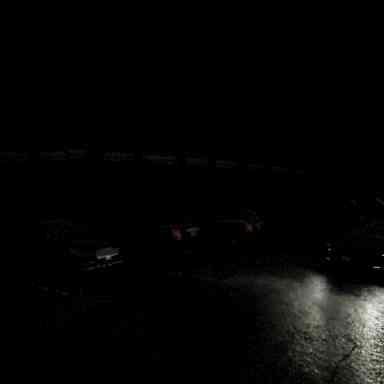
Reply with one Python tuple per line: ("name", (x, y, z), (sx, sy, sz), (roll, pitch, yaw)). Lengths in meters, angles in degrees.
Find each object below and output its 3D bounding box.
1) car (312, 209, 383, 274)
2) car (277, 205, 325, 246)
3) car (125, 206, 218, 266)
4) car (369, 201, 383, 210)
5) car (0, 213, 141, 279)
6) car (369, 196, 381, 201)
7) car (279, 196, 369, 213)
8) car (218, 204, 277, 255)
("car", (6.068, 1.478, 10.161), (5.008, 1.535, 1.882), (0, 0, -35))
("car", (3.230, 1.516, 15.278), (4.792, 1.488, 2.163), (-1, -1, 35))
("car", (-1.695, 1.361, 11.760), (4.553, 1.767, 2.185), (-1, 0, 35))
("car", (8.282, 1.481, 18.704), (5.366, 1.575, 1.946), (-1, -1, 34))
("car", (-4.180, 1.488, 10.042), (4.892, 1.521, 2.231), (-1, -1, 34))
("car", (10.610, 1.234, 20.542), (5.566, 2.045, 2.435), (-1, -1, 35))
("car", (5.639, 1.235, 17.070), (5.566, 2.045, 2.435), (-1, 0, 34))
("car", (0.766, 1.361, 13.525), (4.553, 1.767, 2.185), (-1, -1, 34))
